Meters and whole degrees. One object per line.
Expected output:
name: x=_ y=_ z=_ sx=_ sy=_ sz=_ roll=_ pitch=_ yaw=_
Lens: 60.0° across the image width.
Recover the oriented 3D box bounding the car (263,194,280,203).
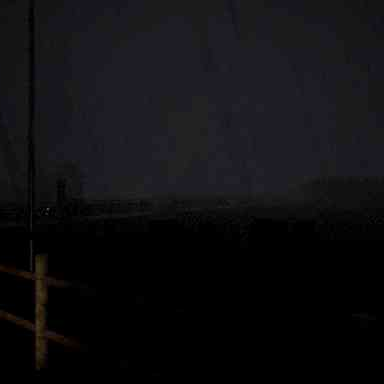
car: x=14.703 y=1.216 z=61.193 sx=1.837 sy=1.490 sz=4.892 roll=-1 pitch=0 yaw=34

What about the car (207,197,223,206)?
car: x=4.237 y=1.408 z=51.028 sx=1.895 sy=1.301 sz=4.718 roll=-1 pitch=0 yaw=35

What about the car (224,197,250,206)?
car: x=6.993 y=1.382 z=49.926 sx=1.895 sy=1.301 sz=4.718 roll=-1 pitch=0 yaw=35

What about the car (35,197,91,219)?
car: x=-11.114 y=1.280 z=28.723 sx=2.097 sy=1.767 sz=4.553 roll=-1 pitch=0 yaw=34

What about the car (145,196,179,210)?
car: x=-3.504 y=1.223 z=39.815 sx=2.097 sy=1.767 sz=4.553 roll=-1 pitch=0 yaw=34
